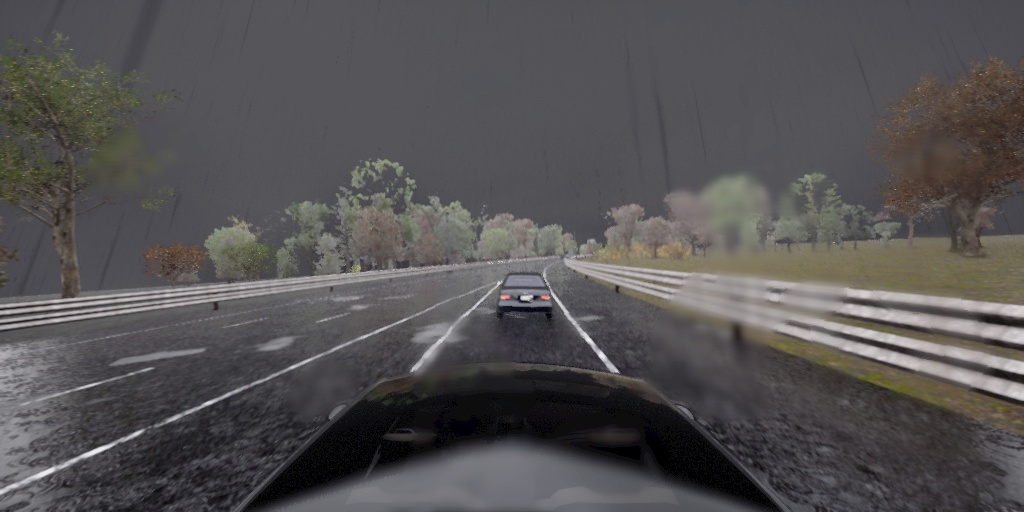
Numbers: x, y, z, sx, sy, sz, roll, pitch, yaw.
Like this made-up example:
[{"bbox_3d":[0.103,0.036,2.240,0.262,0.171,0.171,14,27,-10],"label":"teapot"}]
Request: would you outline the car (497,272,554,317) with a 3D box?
[{"bbox_3d":[0.428,1.287,13.065,2.033,1.411,5.357,1,0,1],"label":"car"}]
